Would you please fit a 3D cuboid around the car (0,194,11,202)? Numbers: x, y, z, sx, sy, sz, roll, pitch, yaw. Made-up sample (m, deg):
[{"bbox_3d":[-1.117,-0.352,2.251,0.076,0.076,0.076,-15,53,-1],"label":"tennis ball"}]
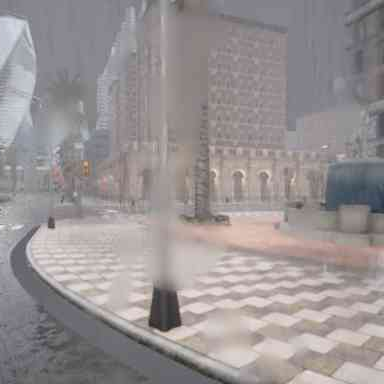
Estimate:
[{"bbox_3d":[-41.268,1.372,73.520,1.837,1.490,4.892,0,0,-21],"label":"car"}]
